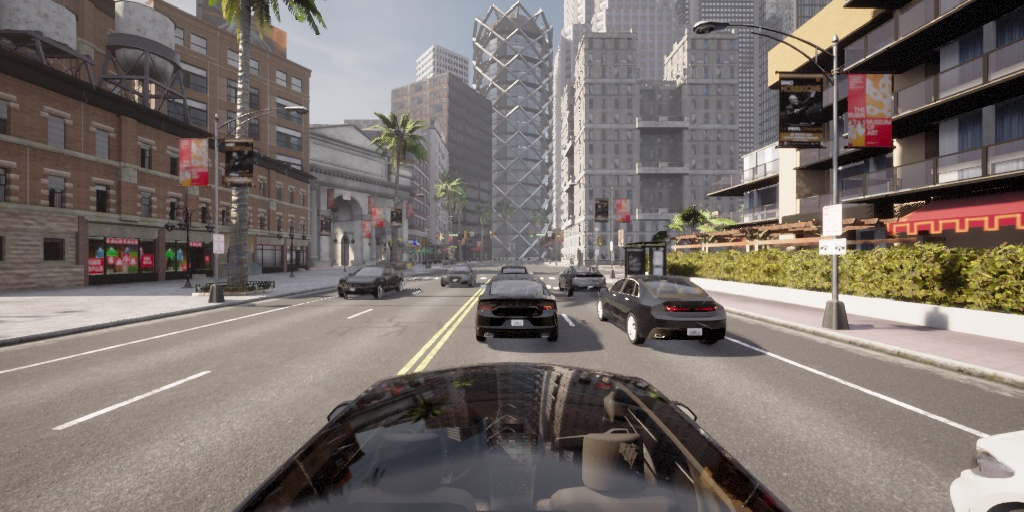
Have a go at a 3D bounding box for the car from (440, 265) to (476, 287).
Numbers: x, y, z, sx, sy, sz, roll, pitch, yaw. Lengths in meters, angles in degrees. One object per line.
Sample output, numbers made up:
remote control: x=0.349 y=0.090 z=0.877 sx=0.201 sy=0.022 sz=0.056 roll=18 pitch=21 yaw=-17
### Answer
car: x=-3.504 y=1.315 z=24.079 sx=1.994 sy=1.385 sz=4.181 roll=0 pitch=0 yaw=0

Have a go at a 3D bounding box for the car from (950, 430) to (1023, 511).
car: x=3.662 y=1.276 z=0.218 sx=1.812 sy=1.442 sz=4.674 roll=0 pitch=0 yaw=-1

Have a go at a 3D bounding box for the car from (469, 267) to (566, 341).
car: x=0.109 y=1.228 z=9.878 sx=1.882 sy=1.535 sz=5.008 roll=0 pitch=0 yaw=0

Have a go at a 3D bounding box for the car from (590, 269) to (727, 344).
car: x=3.609 y=1.255 z=9.523 sx=1.837 sy=1.490 sz=4.892 roll=0 pitch=0 yaw=0

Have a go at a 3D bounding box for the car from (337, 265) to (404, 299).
car: x=-7.058 y=1.227 z=18.391 sx=1.882 sy=1.535 sz=5.008 roll=0 pitch=0 yaw=0

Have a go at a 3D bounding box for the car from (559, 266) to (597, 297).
car: x=3.602 y=1.242 z=18.938 sx=2.128 sy=1.511 sz=4.902 roll=0 pitch=0 yaw=0
